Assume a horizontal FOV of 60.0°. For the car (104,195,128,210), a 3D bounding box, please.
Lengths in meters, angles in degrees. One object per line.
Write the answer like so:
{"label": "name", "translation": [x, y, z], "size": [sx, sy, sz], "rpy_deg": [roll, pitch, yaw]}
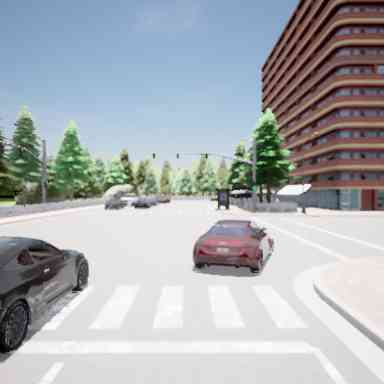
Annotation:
{"label": "car", "translation": [-10.370, 1.571, 44.765], "size": [1.837, 1.490, 4.892], "rpy_deg": [0, 0, 0]}

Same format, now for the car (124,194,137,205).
{"label": "car", "translation": [-10.268, 1.303, 54.521], "size": [2.150, 2.045, 5.566], "rpy_deg": [0, 0, 1]}

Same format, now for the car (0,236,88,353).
{"label": "car", "translation": [-3.382, 1.533, 6.026], "size": [1.812, 1.442, 4.674], "rpy_deg": [0, 0, 0]}

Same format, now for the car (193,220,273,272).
{"label": "car", "translation": [1.502, 1.608, 11.115], "size": [1.994, 1.385, 4.181], "rpy_deg": [0, -1, 19]}

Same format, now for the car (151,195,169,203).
{"label": "car", "translation": [-7.081, 1.470, 74.173], "size": [2.097, 1.767, 4.553], "rpy_deg": [0, 0, 19]}

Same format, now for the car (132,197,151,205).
{"label": "car", "translation": [-9.692, 1.645, 64.453], "size": [2.033, 1.411, 5.357], "rpy_deg": [0, 0, 9]}

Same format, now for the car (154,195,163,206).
{"label": "car", "translation": [-6.710, 1.634, 56.228], "size": [2.033, 1.411, 5.357], "rpy_deg": [0, 0, 1]}

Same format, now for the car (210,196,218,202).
{"label": "car", "translation": [6.650, 1.733, 83.410], "size": [1.895, 1.301, 4.718], "rpy_deg": [0, 0, 44]}

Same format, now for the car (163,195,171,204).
{"label": "car", "translation": [-5.783, 1.455, 66.410], "size": [2.097, 1.767, 4.553], "rpy_deg": [0, 0, 12]}

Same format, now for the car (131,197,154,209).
{"label": "car", "translation": [-6.858, 1.672, 46.588], "size": [1.895, 1.301, 4.718], "rpy_deg": [0, 0, 1]}
